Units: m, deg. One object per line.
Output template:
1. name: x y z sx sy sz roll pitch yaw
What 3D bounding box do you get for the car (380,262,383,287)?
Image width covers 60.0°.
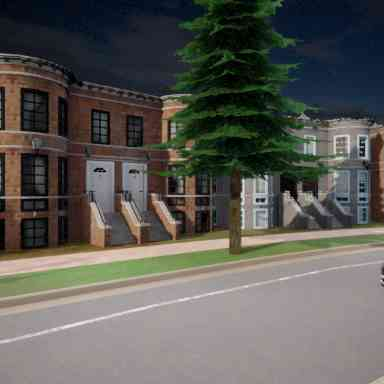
1. car: 6.387 1.505 7.630 4.892 1.490 1.837 0 0 -29
